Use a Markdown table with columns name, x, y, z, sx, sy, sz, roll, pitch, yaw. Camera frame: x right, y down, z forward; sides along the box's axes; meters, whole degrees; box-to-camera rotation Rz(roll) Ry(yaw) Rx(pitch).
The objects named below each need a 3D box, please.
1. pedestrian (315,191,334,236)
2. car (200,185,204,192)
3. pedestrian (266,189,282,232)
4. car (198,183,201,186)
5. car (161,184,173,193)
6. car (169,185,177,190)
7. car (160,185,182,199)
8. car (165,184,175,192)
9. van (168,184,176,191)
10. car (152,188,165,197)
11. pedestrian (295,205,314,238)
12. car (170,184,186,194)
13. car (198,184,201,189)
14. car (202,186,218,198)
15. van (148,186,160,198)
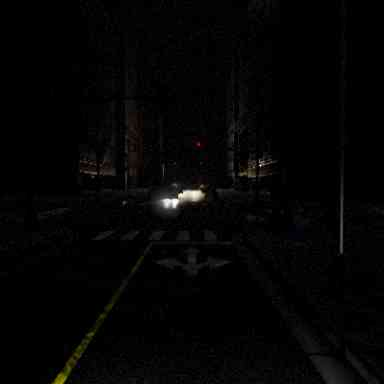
| name | x | y | z | sx | sy | sz | roll | pitch | yaw |
| --- | --- | --- | --- | --- | --- | --- | --- | --- | --- |
| pedestrian | 5.260 | 0.805 | 13.183 | 0.375 | 1.860 | 0.375 | 0 | 1 | 0 |
| car | 3.000 | -0.308 | 67.003 | 1.802 | 1.307 | 4.206 | 0 | 2 | 0 |
| pedestrian | 3.402 | 0.762 | 13.782 | 0.375 | 1.860 | 0.375 | 0 | 1 | 0 |
| car | 3.186 | -1.151 | 95.235 | 1.802 | 1.307 | 4.206 | 0 | 2 | 0 |
| car | -5.487 | -0.742 | 72.696 | 2.192 | 1.841 | 5.009 | 0 | 2 | 0 |
| car | -5.339 | -1.190 | 95.287 | 1.887 | 1.381 | 4.507 | 0 | 2 | 0 |
| car | -2.884 | 0.175 | 47.122 | 2.128 | 1.511 | 4.902 | 0 | 2 | 1 |
| car | -5.412 | -1.079 | 83.988 | 2.192 | 1.841 | 5.009 | 0 | 2 | 0 |
| van | -5.375 | -1.223 | 89.635 | 1.690 | 1.788 | 3.998 | 0 | 2 | 0 |
| car | -5.600 | 0.019 | 55.765 | 1.802 | 1.307 | 4.206 | 0 | 2 | 0 |
| pedestrian | 4.250 | 1.076 | 12.589 | 0.375 | 1.300 | 0.375 | 0 | 1 | 0 |
| car | -2.694 | -0.350 | 64.890 | 1.882 | 1.535 | 5.008 | 0 | 2 | 1 |
| car | 3.074 | -0.679 | 78.295 | 1.887 | 1.381 | 4.507 | 0 | 2 | 0 |
| car | 2.888 | 0.166 | 50.063 | 1.947 | 1.339 | 4.313 | 0 | 2 | 0 |
| van | -5.636 | -0.060 | 50.111 | 1.690 | 1.788 | 3.998 | 0 | 2 | 0 |
